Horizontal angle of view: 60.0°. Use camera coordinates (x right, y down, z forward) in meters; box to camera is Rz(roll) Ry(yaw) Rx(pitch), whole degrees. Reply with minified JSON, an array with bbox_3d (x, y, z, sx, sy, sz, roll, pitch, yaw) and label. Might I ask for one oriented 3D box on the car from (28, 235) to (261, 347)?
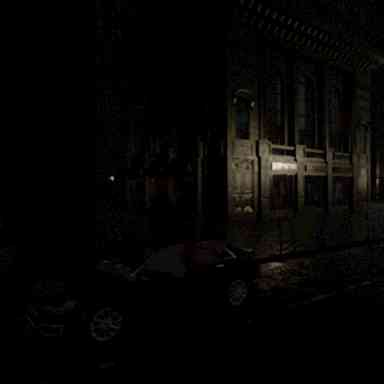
[{"bbox_3d":[-0.617,1.542,6.212,4.403,1.369,2.008,0,0,-35],"label":"car"}]
